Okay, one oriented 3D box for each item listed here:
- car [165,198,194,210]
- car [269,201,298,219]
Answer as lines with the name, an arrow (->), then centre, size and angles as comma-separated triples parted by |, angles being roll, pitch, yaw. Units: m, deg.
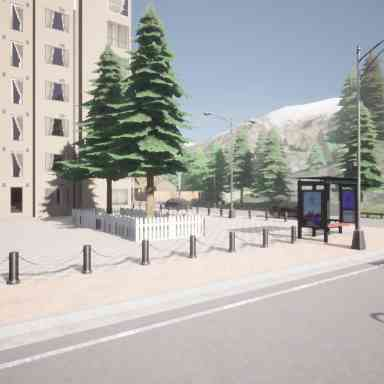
car -> -1.701, 1.529, 42.516 | 1.837, 1.490, 4.892 | 0, 0, -35
car -> 8.696, 1.501, 27.603 | 1.882, 1.535, 5.008 | 0, 0, -35
